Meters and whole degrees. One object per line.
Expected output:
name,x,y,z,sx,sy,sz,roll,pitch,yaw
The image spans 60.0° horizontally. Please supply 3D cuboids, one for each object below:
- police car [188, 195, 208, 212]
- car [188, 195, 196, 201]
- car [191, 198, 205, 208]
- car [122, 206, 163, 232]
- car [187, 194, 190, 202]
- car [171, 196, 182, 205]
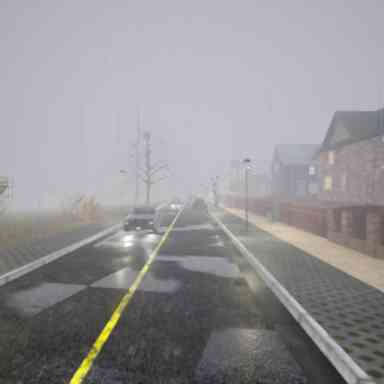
police car,0.831,1.449,38.647,1.930,1.638,5.238,0,0,0
car,0.015,1.479,86.366,1.812,1.442,4.674,0,0,0
car,0.833,1.561,48.537,1.812,1.442,4.674,0,0,0
car,-2.846,1.556,20.346,2.033,1.411,5.357,0,0,0
car,0.012,1.241,73.142,2.097,1.767,4.553,0,0,0
car,-2.779,1.544,60.653,2.128,1.511,4.902,0,0,1
